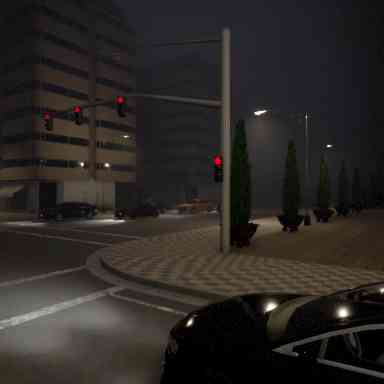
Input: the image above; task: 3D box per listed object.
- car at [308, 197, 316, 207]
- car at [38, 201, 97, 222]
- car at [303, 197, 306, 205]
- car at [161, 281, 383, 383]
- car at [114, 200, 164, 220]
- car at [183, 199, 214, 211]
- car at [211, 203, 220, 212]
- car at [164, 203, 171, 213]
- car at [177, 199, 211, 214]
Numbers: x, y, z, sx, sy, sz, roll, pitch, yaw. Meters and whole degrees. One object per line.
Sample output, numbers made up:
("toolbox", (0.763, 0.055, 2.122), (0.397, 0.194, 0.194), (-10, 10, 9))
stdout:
("car", (19.791, 1.619, 51.265), (1.994, 1.385, 4.181), (0, 0, 35))
("car", (-10.132, 1.560, 27.461), (1.837, 1.490, 4.892), (0, 0, 35))
("car", (19.741, 1.547, 57.267), (2.128, 1.511, 4.902), (0, 0, 35))
("car", (1.928, 1.492, 2.598), (4.902, 1.511, 2.128), (0, 0, 36))
("car", (-4.757, 1.619, 29.005), (1.994, 1.385, 4.181), (0, 0, 35))
("car", (0.940, 1.619, 43.107), (1.994, 1.385, 4.181), (0, 0, 36))
("car", (4.642, 1.603, 35.898), (2.033, 1.411, 5.357), (0, 0, 35))
("car", (-4.511, 1.603, 35.418), (2.033, 1.411, 5.357), (0, 0, 35))
("car", (0.394, 1.533, 36.293), (1.882, 1.535, 5.008), (0, 0, 35))
